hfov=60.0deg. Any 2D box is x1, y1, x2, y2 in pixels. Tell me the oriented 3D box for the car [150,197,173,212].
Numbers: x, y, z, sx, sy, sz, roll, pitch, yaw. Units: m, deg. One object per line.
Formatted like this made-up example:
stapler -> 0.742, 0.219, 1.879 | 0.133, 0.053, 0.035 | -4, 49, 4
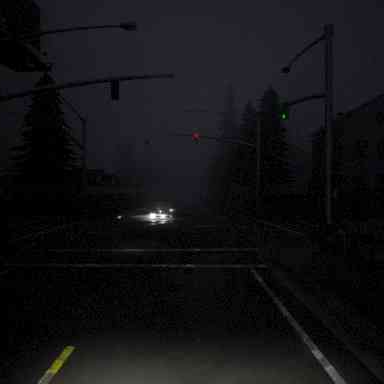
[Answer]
car -> -3.627, 1.491, 38.102 | 2.128, 1.511, 4.902 | 0, 0, 0
